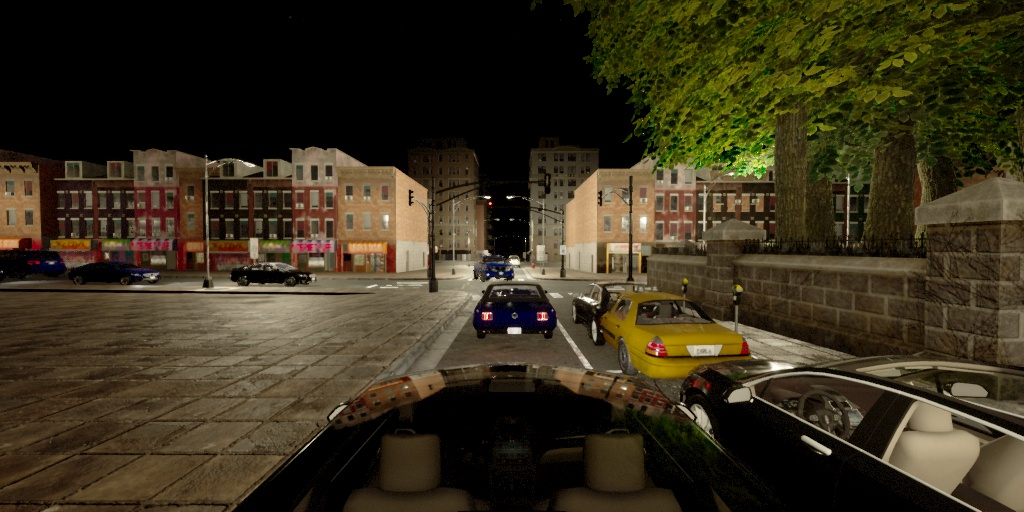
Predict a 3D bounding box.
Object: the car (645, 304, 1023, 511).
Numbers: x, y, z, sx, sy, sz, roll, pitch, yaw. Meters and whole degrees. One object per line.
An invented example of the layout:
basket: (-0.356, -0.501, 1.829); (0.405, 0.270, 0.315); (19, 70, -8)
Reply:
car: (2.637, 1.300, 2.127); (2.007, 1.370, 4.403); (0, 0, 0)

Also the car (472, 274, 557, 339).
car: (0.072, 1.349, 10.066); (1.895, 1.301, 4.718); (0, 0, 0)

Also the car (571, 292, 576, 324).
car: (2.658, 1.299, 9.262); (2.007, 1.370, 4.403); (0, 0, 0)

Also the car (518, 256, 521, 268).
car: (0.379, 1.012, 63.734); (2.150, 2.045, 5.566); (0, 0, 0)

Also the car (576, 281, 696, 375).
car: (2.684, 1.274, 7.289); (1.751, 1.417, 4.829); (0, 0, 0)

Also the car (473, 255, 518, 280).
car: (-1.624, 0.934, 28.156); (2.150, 2.045, 5.566); (0, -1, -18)

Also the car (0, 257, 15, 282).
car: (-35.283, 0.970, 22.768); (4.674, 1.442, 1.812); (1, 1, 1)

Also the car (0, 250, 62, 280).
car: (-35.664, 0.596, 25.699); (5.566, 2.045, 2.150); (1, 1, 0)

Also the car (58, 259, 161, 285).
car: (-25.140, 1.084, 22.740); (4.674, 1.442, 1.812); (1, 1, 0)

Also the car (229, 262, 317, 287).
car: (-15.035, 1.160, 22.721); (4.902, 1.511, 2.128); (1, 1, 0)
